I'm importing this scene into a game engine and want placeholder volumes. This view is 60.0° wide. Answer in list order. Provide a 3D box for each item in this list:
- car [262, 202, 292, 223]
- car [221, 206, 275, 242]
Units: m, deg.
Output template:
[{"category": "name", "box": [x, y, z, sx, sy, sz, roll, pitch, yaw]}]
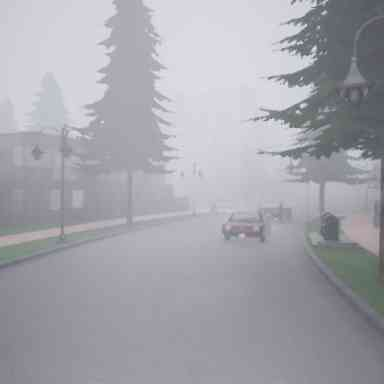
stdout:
[{"category": "car", "box": [6.471, 1.500, 25.784, 1.882, 1.535, 5.008, 0, 0, 27]}, {"category": "car", "box": [2.830, 1.606, 16.469, 1.895, 1.301, 4.718, 0, 0, 18]}]
